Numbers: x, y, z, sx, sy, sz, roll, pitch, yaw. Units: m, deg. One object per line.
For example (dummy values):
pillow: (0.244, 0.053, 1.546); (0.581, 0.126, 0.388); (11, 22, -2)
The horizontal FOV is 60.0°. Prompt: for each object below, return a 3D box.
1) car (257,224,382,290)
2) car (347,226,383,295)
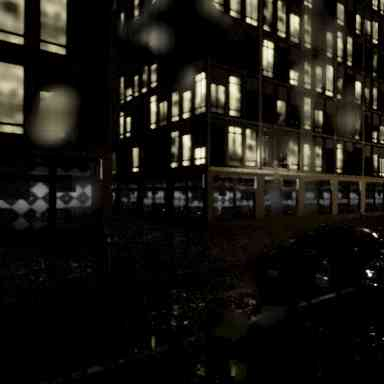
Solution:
car: (3.715, 1.585, 9.201); (4.313, 1.339, 1.947); (0, 0, -35)
car: (6.088, 1.568, 7.716); (5.357, 1.411, 2.033); (0, 0, -35)
